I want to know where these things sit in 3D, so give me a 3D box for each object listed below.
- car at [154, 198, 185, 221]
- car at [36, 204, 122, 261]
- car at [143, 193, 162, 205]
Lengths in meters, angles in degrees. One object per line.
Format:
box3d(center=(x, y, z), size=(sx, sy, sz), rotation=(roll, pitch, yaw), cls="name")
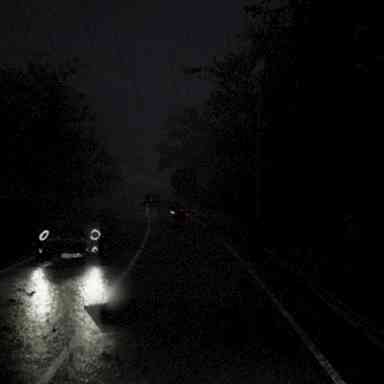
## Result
box3d(center=(-1.718, 1.440, 26.464), size=(1.994, 1.385, 4.181), rotation=(-1, 1, -8), cls="car")
box3d(center=(-3.937, 1.344, 12.309), size=(2.097, 1.767, 4.553), rotation=(0, 0, -3), cls="car")
box3d(center=(-4.876, 0.815, 41.188), size=(2.033, 1.411, 5.357), rotation=(-1, 4, -16), cls="car")
